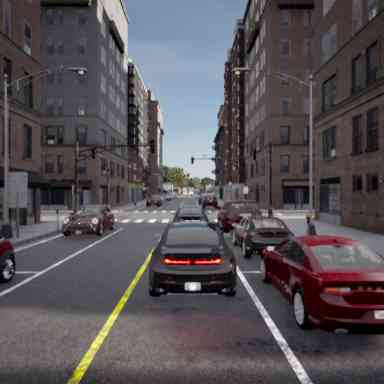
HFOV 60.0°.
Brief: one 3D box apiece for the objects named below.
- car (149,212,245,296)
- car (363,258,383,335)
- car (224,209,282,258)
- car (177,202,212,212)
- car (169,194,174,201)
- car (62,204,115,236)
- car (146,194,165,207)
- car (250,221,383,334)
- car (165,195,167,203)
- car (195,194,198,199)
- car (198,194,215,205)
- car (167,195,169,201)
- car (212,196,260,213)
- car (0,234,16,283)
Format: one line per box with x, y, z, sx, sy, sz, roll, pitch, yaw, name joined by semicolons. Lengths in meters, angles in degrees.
0.012;1.500;8.598;1.837;1.490;4.892;0;0;0;car
2.634;1.439;1.096;1.967;1.590;4.097;0;0;0;car
2.554;1.544;12.460;2.008;1.369;4.403;0;0;0;car
-0.061;1.495;18.015;1.837;1.490;4.892;0;0;0;car
-5.948;1.498;78.162;1.887;1.381;4.507;0;0;0;car
-5.510;1.430;18.085;1.967;1.590;4.097;0;0;0;car
-5.768;1.286;50.644;2.192;1.841;5.009;0;0;0;car
2.594;1.541;6.778;1.887;1.381;4.507;0;0;0;car
-5.804;1.533;56.147;1.947;1.339;4.313;0;0;0;car
2.261;1.279;61.709;2.192;1.841;5.009;0;0;0;car
2.389;1.289;45.198;2.192;1.841;5.009;0;0;0;car
-5.840;1.515;61.651;2.008;1.369;4.403;0;0;0;car
2.515;1.305;18.142;2.192;1.841;5.009;0;0;0;car
-5.431;1.436;6.721;1.967;1.590;4.097;0;0;0;car
